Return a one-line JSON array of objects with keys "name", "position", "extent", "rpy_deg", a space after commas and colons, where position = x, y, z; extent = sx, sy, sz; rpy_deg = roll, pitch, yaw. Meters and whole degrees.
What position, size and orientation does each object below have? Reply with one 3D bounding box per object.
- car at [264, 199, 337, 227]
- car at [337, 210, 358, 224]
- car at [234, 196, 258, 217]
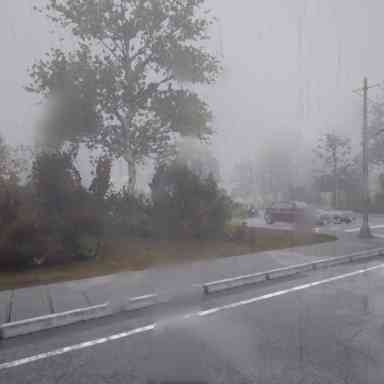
[{"name": "car", "position": [7.389, 1.426, 23.637], "extent": [2.097, 1.767, 4.553], "rpy_deg": [0, -1, -38]}, {"name": "car", "position": [10.182, 1.675, 25.840], "extent": [1.895, 1.301, 4.718], "rpy_deg": [0, -1, -39]}, {"name": "car", "position": [3.944, 1.430, 33.373], "extent": [2.150, 2.045, 5.566], "rpy_deg": [0, -1, -41]}]
